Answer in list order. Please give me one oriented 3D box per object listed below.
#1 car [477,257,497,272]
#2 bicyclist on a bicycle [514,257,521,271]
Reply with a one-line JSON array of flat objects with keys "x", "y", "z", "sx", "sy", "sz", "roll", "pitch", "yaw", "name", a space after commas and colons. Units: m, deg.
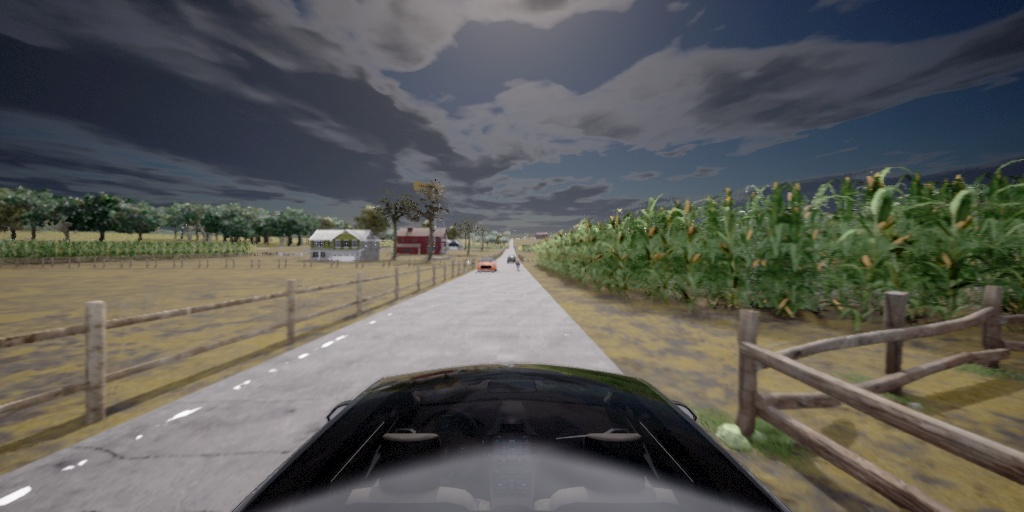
[{"x": -2.816, "y": 0.903, "z": 41.174, "sx": 2.097, "sy": 1.767, "sz": 4.553, "roll": 0, "pitch": 1, "yaw": 0, "name": "car"}, {"x": 0.770, "y": 0.968, "z": 43.828, "sx": 0.866, "sy": 1.612, "sz": 1.509, "roll": 0, "pitch": 0, "yaw": 0, "name": "bicyclist on a bicycle"}]
